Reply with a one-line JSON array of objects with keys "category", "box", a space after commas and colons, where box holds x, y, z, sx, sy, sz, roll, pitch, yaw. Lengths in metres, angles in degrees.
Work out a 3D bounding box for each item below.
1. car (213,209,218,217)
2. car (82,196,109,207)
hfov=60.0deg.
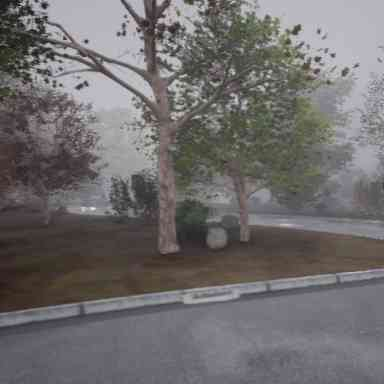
[{"category": "car", "box": [-0.711, 1.346, 25.634, 5.357, 1.411, 2.033, 1, 0, 29]}, {"category": "car", "box": [-12.321, 1.200, 42.518, 1.994, 1.385, 4.181, 0, 0, 11]}]
